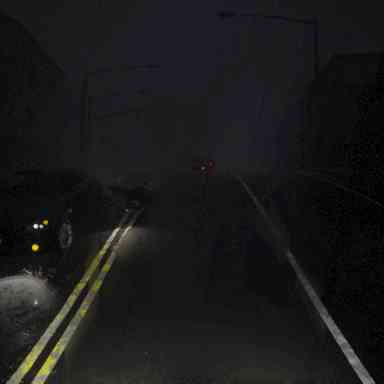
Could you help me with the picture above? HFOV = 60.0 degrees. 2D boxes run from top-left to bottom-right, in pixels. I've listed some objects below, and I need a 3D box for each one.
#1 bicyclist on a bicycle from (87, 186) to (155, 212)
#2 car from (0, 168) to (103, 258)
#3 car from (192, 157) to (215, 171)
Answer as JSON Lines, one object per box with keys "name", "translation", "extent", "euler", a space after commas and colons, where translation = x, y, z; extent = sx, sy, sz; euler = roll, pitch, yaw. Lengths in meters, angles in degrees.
{"name": "bicyclist on a bicycle", "translation": [-1.672, 0.148, 8.482], "extent": [1.620, 0.582, 1.656], "euler": [-1, 17, 15]}
{"name": "car", "translation": [-3.484, 0.192, 7.707], "extent": [1.994, 1.385, 4.181], "euler": [0, 14, 0]}
{"name": "car", "translation": [1.000, -2.304, 28.923], "extent": [1.895, 1.301, 4.718], "euler": [0, 2, 3]}
